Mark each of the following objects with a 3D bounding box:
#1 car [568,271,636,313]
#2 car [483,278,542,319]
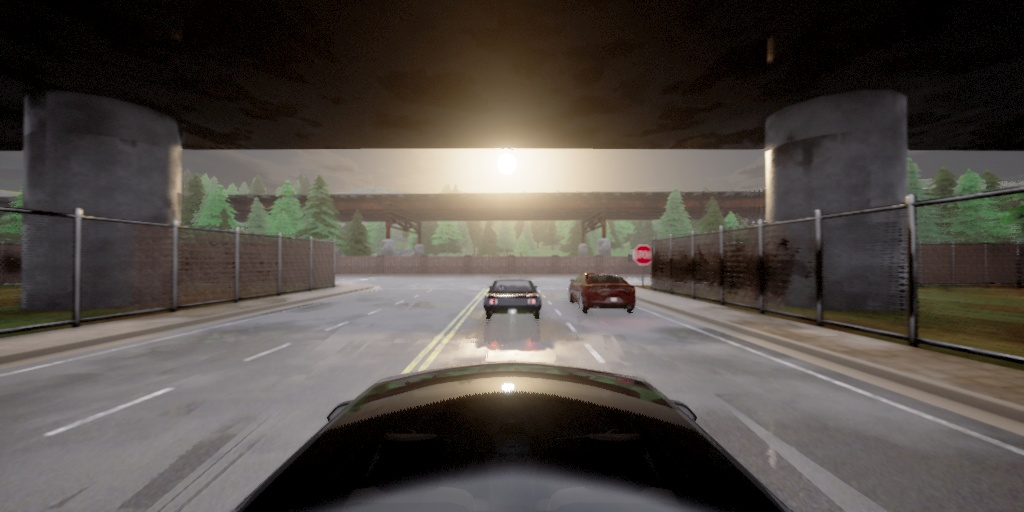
[{"bbox_3d":[3.554,1.380,14.903,1.882,1.535,5.008,0,-1,0],"label":"car"},{"bbox_3d":[0.042,1.487,13.505,1.895,1.301,4.718,0,-1,1],"label":"car"}]
